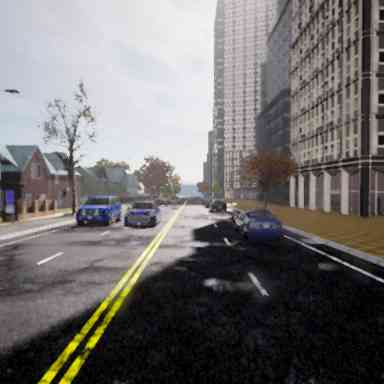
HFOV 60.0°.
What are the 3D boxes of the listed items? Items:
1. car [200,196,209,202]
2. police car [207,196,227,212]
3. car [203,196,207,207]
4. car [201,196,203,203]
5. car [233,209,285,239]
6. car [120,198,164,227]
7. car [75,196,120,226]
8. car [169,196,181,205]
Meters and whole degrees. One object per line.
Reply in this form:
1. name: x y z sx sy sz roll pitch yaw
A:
1. car: 3.246 1.788 85.181 2.033 1.649 4.856 0 0 0
2. police car: 3.248 1.570 41.276 1.930 1.638 5.238 0 0 0
3. car: 3.248 1.694 52.199 2.163 1.488 4.792 0 0 0
4. car: 3.247 1.805 63.173 1.994 1.385 4.181 0 0 0
5. car: 3.348 1.602 17.517 2.033 1.411 5.357 0 0 0
6. car: -3.348 1.427 23.188 2.097 1.767 4.553 0 0 0
7. car: -6.600 1.300 24.233 2.150 2.045 5.566 0 0 0
8. car: -3.274 1.599 64.205 2.097 1.767 4.553 0 0 0
